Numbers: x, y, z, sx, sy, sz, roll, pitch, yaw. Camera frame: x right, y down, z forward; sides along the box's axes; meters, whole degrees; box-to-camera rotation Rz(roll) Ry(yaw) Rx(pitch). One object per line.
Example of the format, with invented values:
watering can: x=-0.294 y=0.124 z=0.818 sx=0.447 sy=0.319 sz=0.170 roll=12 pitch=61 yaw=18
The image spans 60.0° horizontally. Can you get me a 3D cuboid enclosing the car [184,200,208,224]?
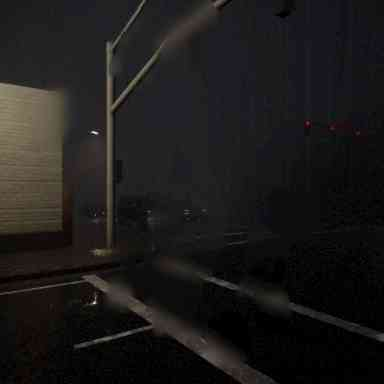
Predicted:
car: x=-0.805 y=1.407 z=25.005 sx=2.097 sy=1.767 sz=4.553 roll=0 pitch=0 yaw=-36

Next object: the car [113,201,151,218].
car: x=-5.827 y=1.619 z=32.032 sx=1.994 sy=1.385 sz=4.181 roll=0 pitch=0 yaw=-35

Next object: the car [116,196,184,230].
car: x=-3.171 y=1.277 z=22.291 sx=2.150 sy=2.045 sz=5.566 roll=0 pitch=0 yaw=-36

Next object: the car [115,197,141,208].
car: x=-9.582 y=1.560 z=49.630 sx=1.837 sy=1.490 sz=4.892 roll=0 pitch=0 yaw=-37

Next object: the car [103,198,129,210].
car: x=-10.210 y=1.581 z=44.441 sx=1.812 sy=1.442 sz=4.674 roll=0 pitch=0 yaw=-36

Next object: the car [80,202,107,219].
car: x=-8.640 y=1.619 z=29.955 sx=1.994 sy=1.385 sz=4.181 roll=0 pitch=0 yaw=-35
